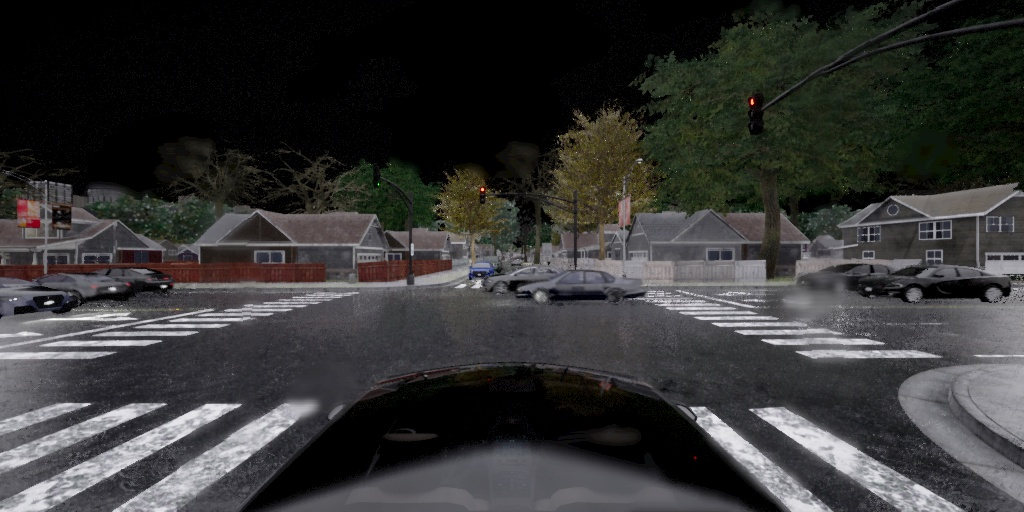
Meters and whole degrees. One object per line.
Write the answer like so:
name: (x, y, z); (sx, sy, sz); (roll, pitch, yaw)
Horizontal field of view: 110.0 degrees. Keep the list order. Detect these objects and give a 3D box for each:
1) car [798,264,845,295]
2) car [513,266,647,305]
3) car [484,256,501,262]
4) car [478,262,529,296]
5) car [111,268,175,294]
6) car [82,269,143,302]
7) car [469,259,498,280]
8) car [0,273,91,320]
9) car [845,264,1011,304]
car: (17.424, 1.141, 18.279); (4.892, 1.490, 1.837); (0, 0, 1)
car: (2.826, 1.280, 15.264); (5.357, 1.411, 2.033); (0, 0, 1)
car: (-2.400, 0.994, 41.647); (2.150, 2.045, 5.566); (0, 0, 1)
car: (0.946, 1.239, 18.541); (4.902, 1.511, 2.128); (0, 0, 1)
car: (-20.675, 1.366, 18.883); (4.892, 1.490, 1.837); (0, 0, 1)
car: (-19.300, 1.418, 15.612); (4.181, 1.385, 1.994); (0, 0, 1)
car: (-2.594, 1.242, 31.411); (1.882, 1.535, 5.008); (0, 0, 1)
car: (-17.598, 1.410, 12.136); (4.181, 1.385, 1.994); (0, 0, 1)
car: (17.492, 1.114, 15.030); (5.008, 1.535, 1.882); (0, 0, 1)
